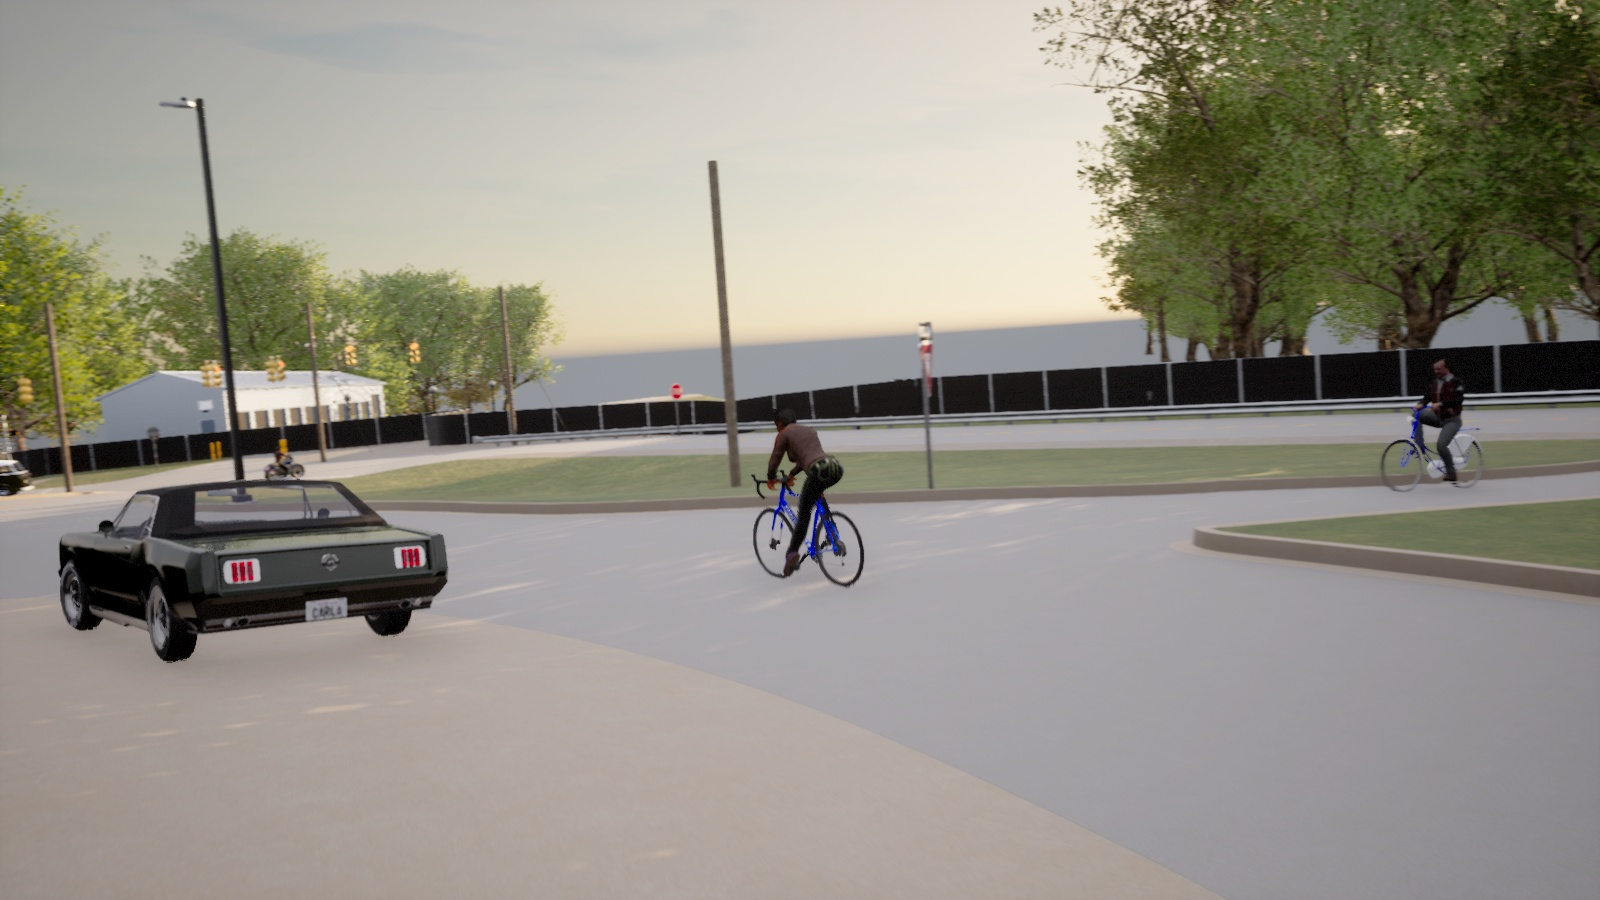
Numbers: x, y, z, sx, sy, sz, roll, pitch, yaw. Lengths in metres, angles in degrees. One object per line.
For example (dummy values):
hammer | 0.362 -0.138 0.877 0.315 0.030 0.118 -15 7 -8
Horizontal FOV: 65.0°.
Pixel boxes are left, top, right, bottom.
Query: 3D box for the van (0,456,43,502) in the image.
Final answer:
van | -40.932 1.579 63.104 4.480 2.038 2.069 -5 5 -20

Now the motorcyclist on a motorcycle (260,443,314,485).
motorcyclist on a motorcycle | -23.084 0.598 56.610 0.766 1.649 2.350 -2 4 19

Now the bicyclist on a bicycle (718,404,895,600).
bicyclist on a bicycle | 0.027 0.437 11.461 0.582 1.620 1.656 -8 5 -37

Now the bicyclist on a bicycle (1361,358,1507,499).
bicyclist on a bicycle | 8.302 -0.295 16.436 1.843 1.776 0.659 -2 1 -23

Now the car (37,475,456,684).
car | -4.873 0.917 10.621 1.895 1.301 4.718 -2 0 -41
